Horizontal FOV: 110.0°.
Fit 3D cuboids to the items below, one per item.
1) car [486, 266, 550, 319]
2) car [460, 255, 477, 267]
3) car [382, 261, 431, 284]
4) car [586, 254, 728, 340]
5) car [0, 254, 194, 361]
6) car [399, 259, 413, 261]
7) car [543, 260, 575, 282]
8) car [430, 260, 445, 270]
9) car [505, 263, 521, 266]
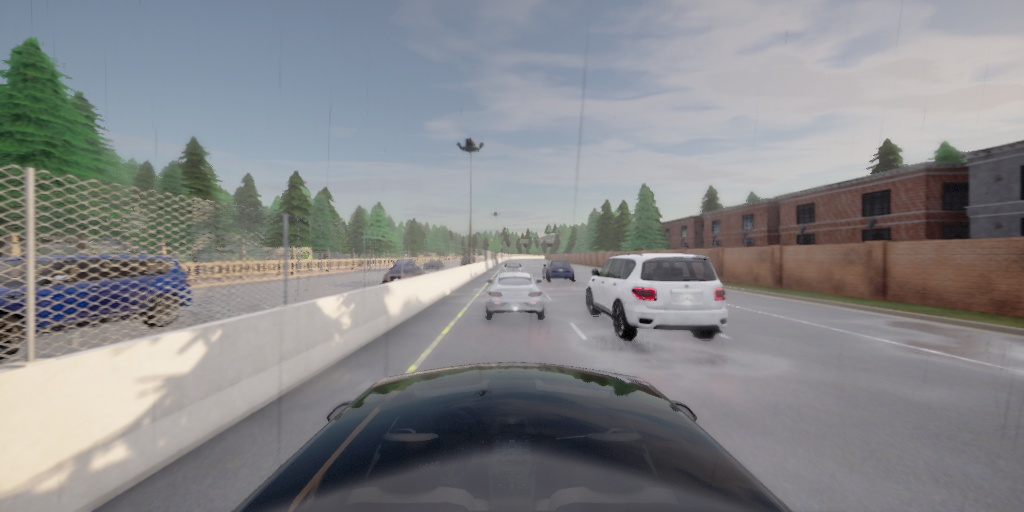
[{"bbox_3d":[0.097,1.257,12.572,1.812,1.442,4.674,0,0,0],"label":"car"},{"bbox_3d":[-7.016,0.874,58.102,2.150,2.045,5.566,0,2,0],"label":"car"},{"bbox_3d":[-7.100,1.275,24.002,1.994,1.385,4.181,0,0,0],"label":"car"},{"bbox_3d":[3.613,0.958,10.037,2.150,2.045,5.566,0,0,0],"label":"car"},{"bbox_3d":[-10.601,0.959,8.373,2.150,2.045,5.566,0,0,0],"label":"car"},{"bbox_3d":[-14.080,1.148,47.417,1.882,1.535,5.008,0,0,0],"label":"car"},{"bbox_3d":[3.595,1.057,28.365,2.097,1.767,4.553,0,0,0],"label":"car"},{"bbox_3d":[-10.589,1.215,49.484,2.033,1.411,5.357,0,0,0],"label":"car"},{"bbox_3d":[0.094,1.296,34.037,1.895,1.301,4.718,0,0,0],"label":"car"}]
